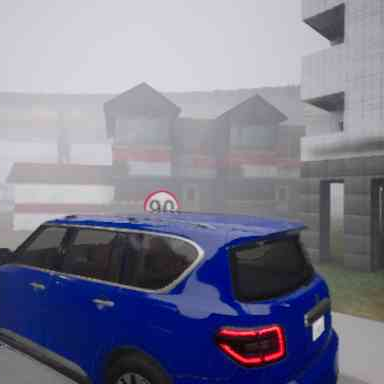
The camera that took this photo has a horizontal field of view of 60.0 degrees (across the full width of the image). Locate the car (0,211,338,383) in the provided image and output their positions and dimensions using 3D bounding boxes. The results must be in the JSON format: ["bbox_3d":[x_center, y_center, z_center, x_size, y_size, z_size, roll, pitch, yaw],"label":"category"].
[{"bbox_3d":[-1.043,1.279,4.523,5.566,2.045,2.150,0,-1,37],"label":"car"}]
